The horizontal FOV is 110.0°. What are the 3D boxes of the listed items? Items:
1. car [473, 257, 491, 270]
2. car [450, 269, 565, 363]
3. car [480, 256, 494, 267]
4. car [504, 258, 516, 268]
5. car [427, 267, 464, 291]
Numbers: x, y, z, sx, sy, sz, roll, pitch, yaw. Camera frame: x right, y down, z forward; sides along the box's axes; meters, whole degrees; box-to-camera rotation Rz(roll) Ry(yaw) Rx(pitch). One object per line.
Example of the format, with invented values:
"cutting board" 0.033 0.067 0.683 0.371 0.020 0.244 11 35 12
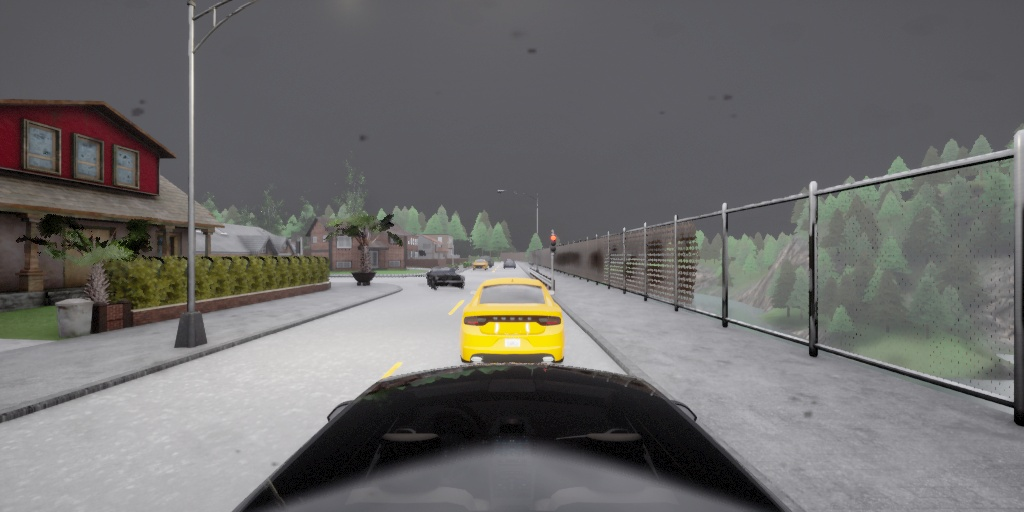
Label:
"car" -4.517 1.228 51.430 1.882 1.535 5.008 0 0 0
"car" 0.006 1.228 8.171 1.882 1.535 5.008 0 0 0
"car" -4.582 0.971 61.373 2.150 2.045 5.566 0 0 0
"car" -0.398 1.314 60.305 1.994 1.385 4.181 0 0 0
"car" -4.174 1.351 22.409 1.895 1.301 4.718 0 0 -18
